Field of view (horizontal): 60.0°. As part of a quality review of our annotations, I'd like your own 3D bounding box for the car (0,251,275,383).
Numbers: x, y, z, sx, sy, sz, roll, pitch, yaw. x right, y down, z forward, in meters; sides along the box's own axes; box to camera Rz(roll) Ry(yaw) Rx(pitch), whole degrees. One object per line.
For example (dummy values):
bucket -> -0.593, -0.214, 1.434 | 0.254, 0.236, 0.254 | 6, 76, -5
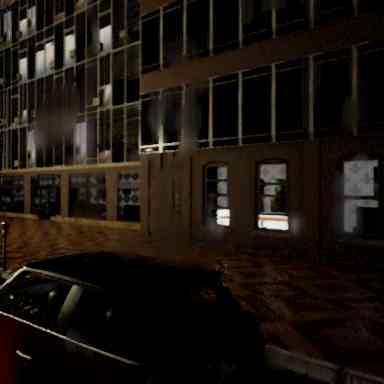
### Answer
car -> -1.285, 1.418, 3.792 | 4.097, 1.590, 1.967 | 0, 0, 35
